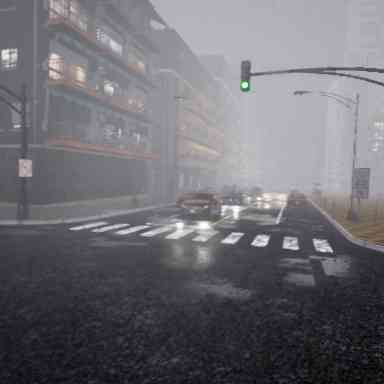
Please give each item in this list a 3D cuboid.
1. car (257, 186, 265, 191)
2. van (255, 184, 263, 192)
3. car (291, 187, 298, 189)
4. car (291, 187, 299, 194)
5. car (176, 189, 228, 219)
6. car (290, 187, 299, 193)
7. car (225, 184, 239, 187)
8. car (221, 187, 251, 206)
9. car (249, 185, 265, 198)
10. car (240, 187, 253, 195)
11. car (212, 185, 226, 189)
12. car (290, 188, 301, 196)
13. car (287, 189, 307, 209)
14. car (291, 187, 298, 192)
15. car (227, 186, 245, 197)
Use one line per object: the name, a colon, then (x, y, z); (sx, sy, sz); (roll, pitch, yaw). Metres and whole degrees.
car: (18.121, -0.853, 87.140); (1.802, 1.307, 4.206); (2, 2, 17)
van: (16.485, -0.967, 81.728); (1.690, 1.788, 3.998); (2, 2, 17)
car: (16.273, 0.236, 52.355); (2.008, 1.369, 4.403); (2, 2, 17)
car: (24.529, -0.432, 79.537); (1.752, 1.417, 4.829); (2, 2, 17)
car: (0.710, 0.756, 20.855); (1.812, 1.442, 4.674); (3, 2, 17)
car: (26.121, -0.535, 84.778); (1.887, 1.381, 4.507); (2, 2, 17)
car: (4.997, -0.099, 43.903); (2.192, 1.841, 5.009); (2, 2, 17)
car: (4.074, 0.529, 31.923); (1.994, 1.385, 4.181); (3, 2, 17)
car: (9.894, 0.023, 50.872); (1.837, 1.490, 4.892); (3, 2, 17)
car: (9.915, -0.216, 60.122); (1.802, 1.307, 4.206); (2, 2, 17)
car: (1.712, 0.284, 33.098); (1.967, 1.590, 4.097); (2, 2, 17)
car: (19.556, -0.026, 63.163); (1.887, 1.381, 4.507); (2, 2, 17)
car: (9.708, 0.743, 30.741); (1.887, 1.381, 4.507); (2, 2, 17)
car: (27.761, -0.624, 90.183); (1.802, 1.307, 4.206); (2, 2, 17)
car: (6.635, -0.102, 49.309); (1.967, 1.590, 4.097); (2, 2, 17)
